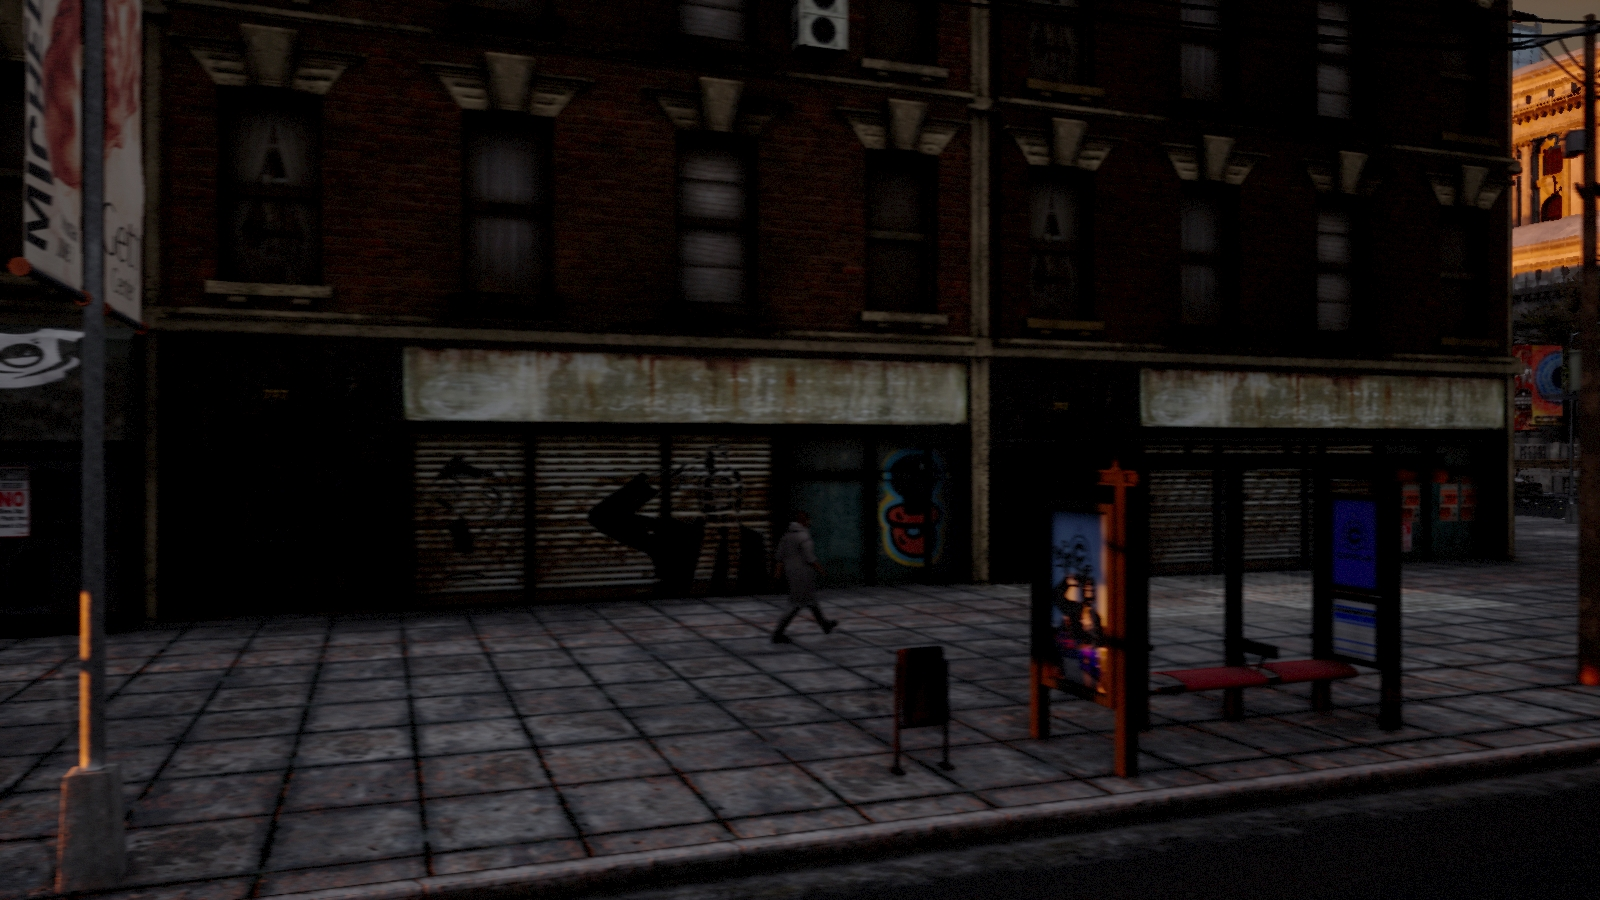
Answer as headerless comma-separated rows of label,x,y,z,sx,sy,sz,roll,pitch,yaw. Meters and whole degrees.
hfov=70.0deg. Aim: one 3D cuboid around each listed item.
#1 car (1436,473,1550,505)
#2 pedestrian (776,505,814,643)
car,36.538,2.034,60.394,2.097,1.535,5.006,0,0,-18
pedestrian,-0.070,1.696,15.793,0.375,1.860,0.375,0,0,-33
